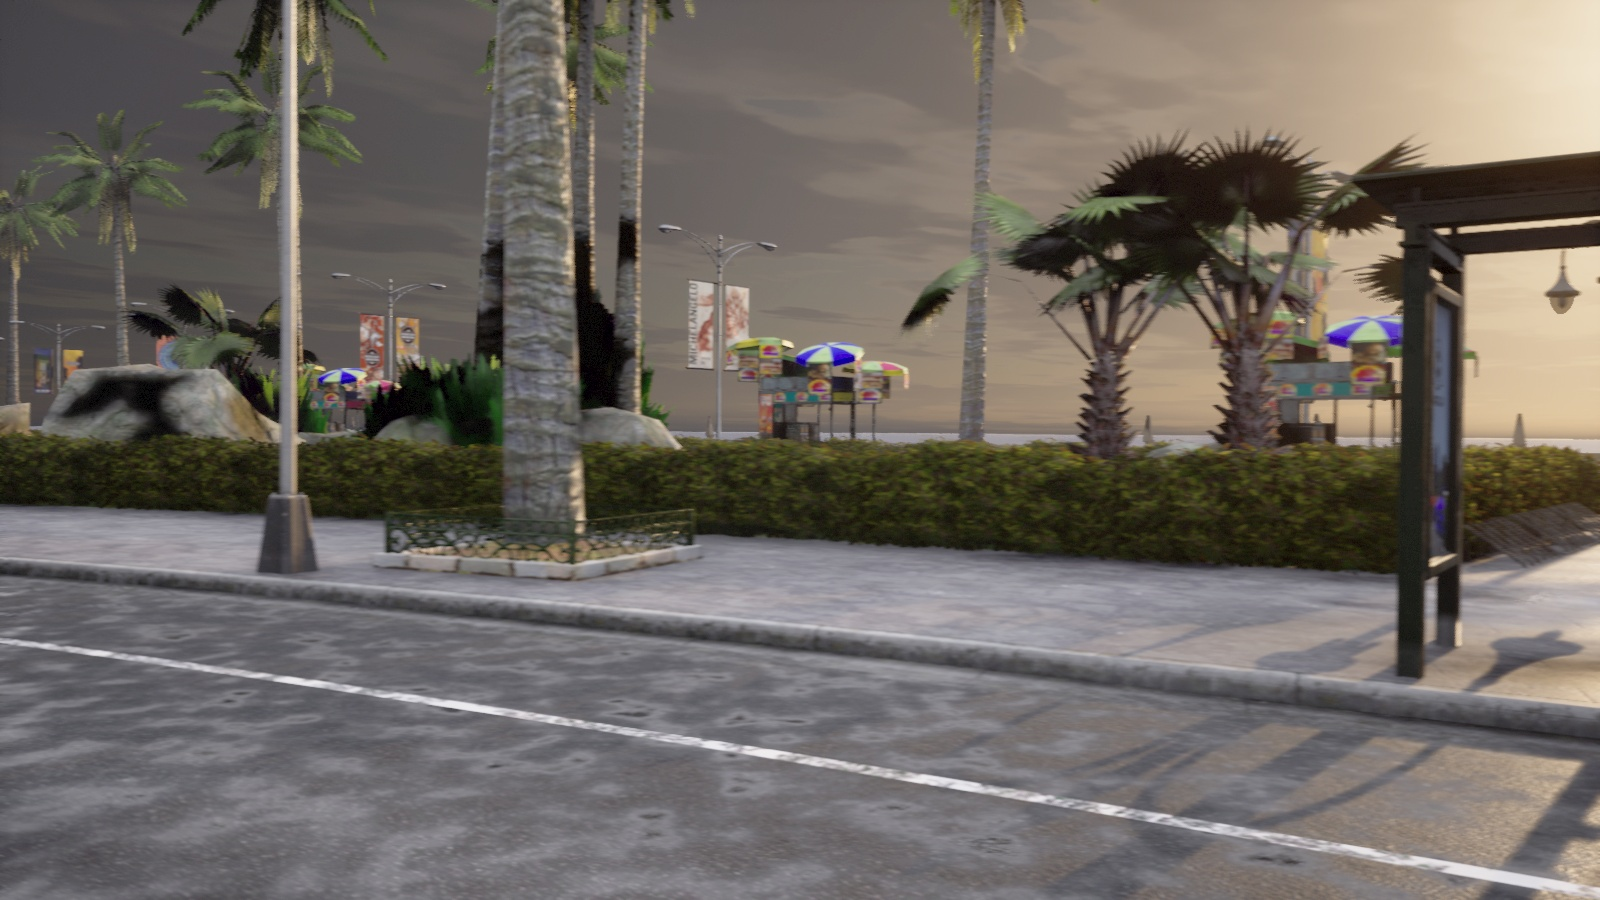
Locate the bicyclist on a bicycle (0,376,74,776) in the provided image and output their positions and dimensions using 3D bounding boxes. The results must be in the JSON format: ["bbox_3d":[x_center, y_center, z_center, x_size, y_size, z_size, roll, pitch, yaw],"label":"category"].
[{"bbox_3d":[-4.363,0.557,5.992,1.843,1.776,0.659,0,1,28],"label":"bicyclist on a bicycle"}]
